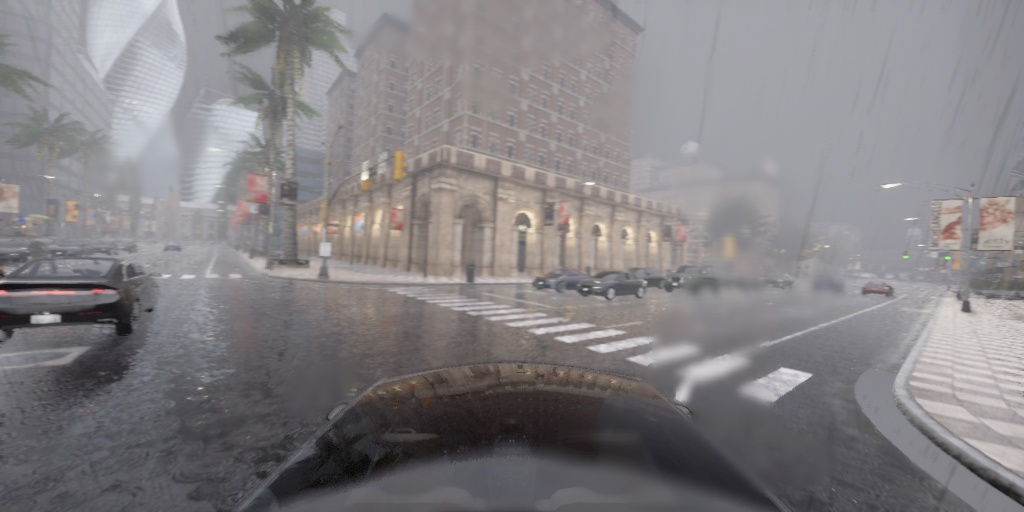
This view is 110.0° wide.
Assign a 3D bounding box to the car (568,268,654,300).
[{"bbox_3d":[5.629,1.566,19.994,4.892,1.490,1.837,3,0,-40],"label":"car"}]

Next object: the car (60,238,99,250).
[{"bbox_3d":[-34.522,-0.462,27.949,1.994,1.385,4.181,3,0,-38],"label":"car"}]

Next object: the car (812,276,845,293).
[{"bbox_3d":[33.958,2.911,38.361,4.553,1.767,2.097,3,0,-39],"label":"car"}]

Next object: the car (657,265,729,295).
[{"bbox_3d":[13.301,1.689,26.197,5.566,2.045,2.150,3,0,-39],"label":"car"}]

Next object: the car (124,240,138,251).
[{"bbox_3d":[-46.955,-1.167,43.474,2.128,1.511,4.902,3,0,-39],"label":"car"}]

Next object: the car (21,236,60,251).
[{"bbox_3d":[-29.003,-0.240,20.981,1.837,1.490,4.892,3,0,-39],"label":"car"}]

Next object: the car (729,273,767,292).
[{"bbox_3d":[20.921,2.473,32.395,4.718,1.301,1.895,3,0,-39],"label":"car"}]

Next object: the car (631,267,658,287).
[{"bbox_3d":[9.941,1.647,27.985,4.553,1.767,2.097,3,0,-39],"label":"car"}]

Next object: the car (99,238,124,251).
[{"bbox_3d":[-40.642,-0.832,35.589,1.837,1.490,4.892,3,0,-39],"label":"car"}]

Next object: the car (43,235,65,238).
[{"bbox_3d":[-43.059,-0.940,33.014,1.812,1.442,4.674,3,0,-39],"label":"car"}]

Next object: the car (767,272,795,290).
[{"bbox_3d":[28.836,2.644,38.828,4.553,1.767,2.097,3,0,-39],"label":"car"}]

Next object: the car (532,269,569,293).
[{"bbox_3d":[3.267,1.505,22.582,4.181,1.385,1.994,3,0,-39],"label":"car"}]

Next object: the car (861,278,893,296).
[{"bbox_3d":[37.157,3.288,36.448,4.181,1.385,1.994,3,0,-40],"label":"car"}]

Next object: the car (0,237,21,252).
[{"bbox_3d":[-13.889,0.383,8.059,2.097,1.767,4.553,3,0,-39],"label":"car"}]

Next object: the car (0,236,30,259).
[{"bbox_3d":[-36.895,-0.661,25.319,2.128,1.511,4.902,3,0,-38],"label":"car"}]

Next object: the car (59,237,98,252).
[{"bbox_3d":[-49.430,-1.286,40.971,1.837,1.490,4.892,3,0,-39],"label":"car"}]

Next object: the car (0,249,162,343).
[{"bbox_3d":[-9.247,0.764,7.852,2.128,1.511,4.902,3,0,-39],"label":"car"}]
